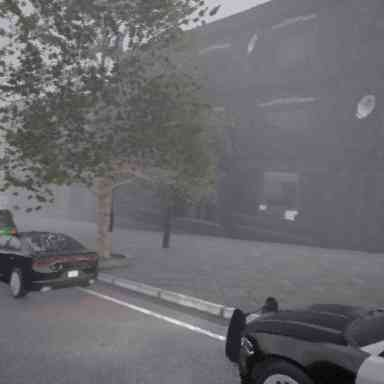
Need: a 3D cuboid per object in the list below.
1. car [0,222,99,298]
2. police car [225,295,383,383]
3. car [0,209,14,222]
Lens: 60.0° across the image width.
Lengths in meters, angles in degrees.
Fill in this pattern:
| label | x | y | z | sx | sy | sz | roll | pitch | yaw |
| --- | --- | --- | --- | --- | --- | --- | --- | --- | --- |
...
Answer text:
| label | x | y | z | sx | sy | sz | roll | pitch | yaw |
| --- | --- | --- | --- | --- | --- | --- | --- | --- | --- |
| car | -4.671 | 1.857 | 9.664 | 5.008 | 1.535 | 1.882 | -1 | -4 | 42 |
| police car | 2.656 | 1.637 | 2.952 | 5.238 | 1.638 | 1.930 | -1 | -4 | 42 |
| car | -9.127 | 1.705 | 13.764 | 5.566 | 2.045 | 2.150 | -1 | -4 | 42 |
